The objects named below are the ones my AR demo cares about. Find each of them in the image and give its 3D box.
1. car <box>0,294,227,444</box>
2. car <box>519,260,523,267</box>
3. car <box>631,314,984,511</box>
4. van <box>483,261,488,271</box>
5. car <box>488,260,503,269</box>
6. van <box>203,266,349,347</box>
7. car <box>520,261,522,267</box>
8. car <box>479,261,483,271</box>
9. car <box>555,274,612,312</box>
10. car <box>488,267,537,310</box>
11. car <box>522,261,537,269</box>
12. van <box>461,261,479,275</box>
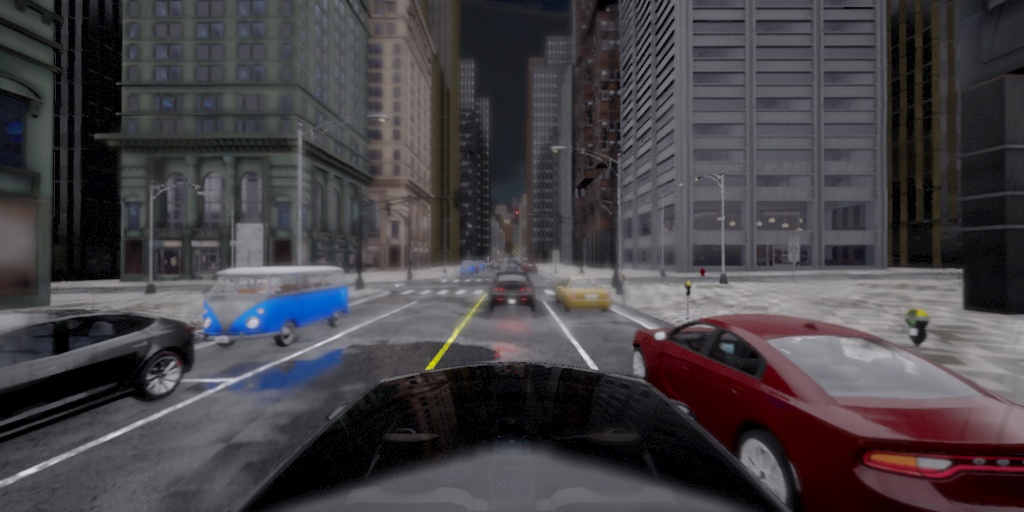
[{"bbox_3d":[-5.762,1.337,3.815,1.948,1.339,4.313,0,0,0],"label":"car"},{"bbox_3d":[2.785,1.930,63.764,1.888,1.381,4.507,0,0,0],"label":"car"},{"bbox_3d":[2.763,1.318,4.044,1.888,1.381,4.507,0,0,0],"label":"car"},{"bbox_3d":[-5.766,1.727,63.783,1.690,1.789,3.998,0,0,0],"label":"van"},{"bbox_3d":[-3.025,1.904,65.151,1.837,1.490,4.892,0,-1,1],"label":"car"},{"bbox_3d":[-5.762,1.165,9.227,1.690,1.789,3.998,0,0,0],"label":"van"},{"bbox_3d":[2.786,1.871,58.239,1.888,1.381,4.507,0,0,0],"label":"car"},{"bbox_3d":[-5.769,1.813,52.734,1.888,1.381,4.507,0,0,0],"label":"car"},{"bbox_3d":[2.770,1.403,14.794,1.751,1.417,4.829,0,0,0],"label":"car"},{"bbox_3d":[0.016,1.392,15.363,1.837,1.490,4.892,0,0,0],"label":"car"},{"bbox_3d":[2.786,1.812,52.714,1.888,1.381,4.507,0,0,0],"label":"car"},{"bbox_3d":[-5.771,1.550,47.209,1.690,1.789,3.998,0,0,0],"label":"van"}]
